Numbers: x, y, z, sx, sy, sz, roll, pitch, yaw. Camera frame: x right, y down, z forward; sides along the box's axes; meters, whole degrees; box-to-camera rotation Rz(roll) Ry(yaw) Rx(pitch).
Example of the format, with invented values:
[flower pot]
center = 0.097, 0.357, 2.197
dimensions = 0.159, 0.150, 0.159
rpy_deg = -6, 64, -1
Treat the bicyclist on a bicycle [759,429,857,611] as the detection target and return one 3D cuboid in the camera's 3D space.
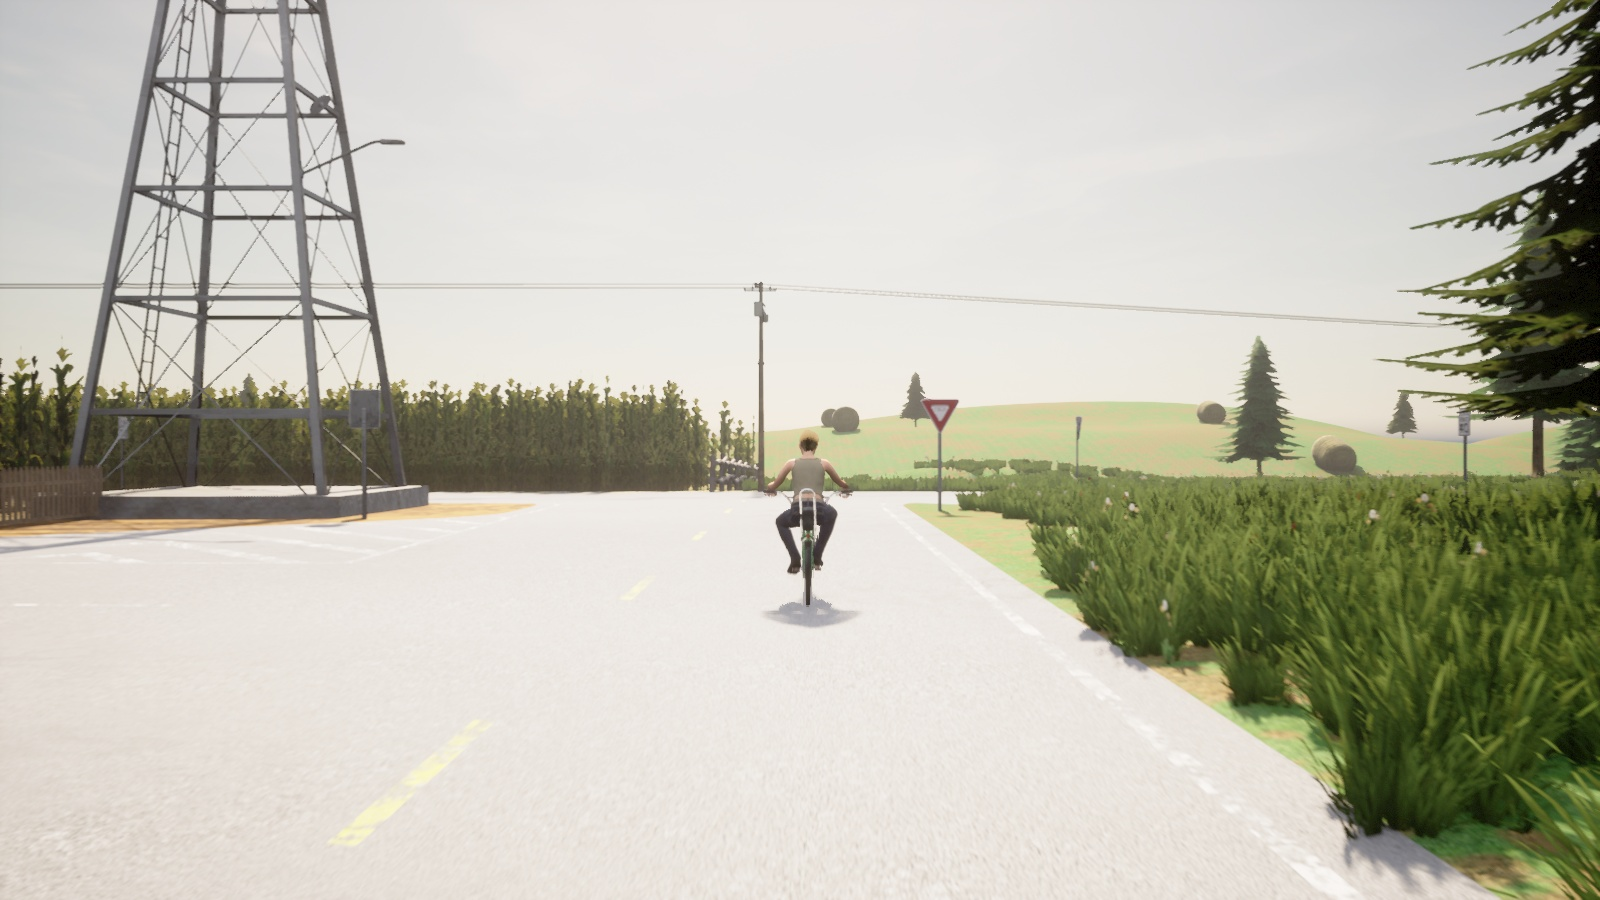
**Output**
[bicyclist on a bicycle]
center = 0.078, 0.616, 11.896
dimensions = 0.866, 1.612, 1.509
rpy_deg = 0, 0, 1
